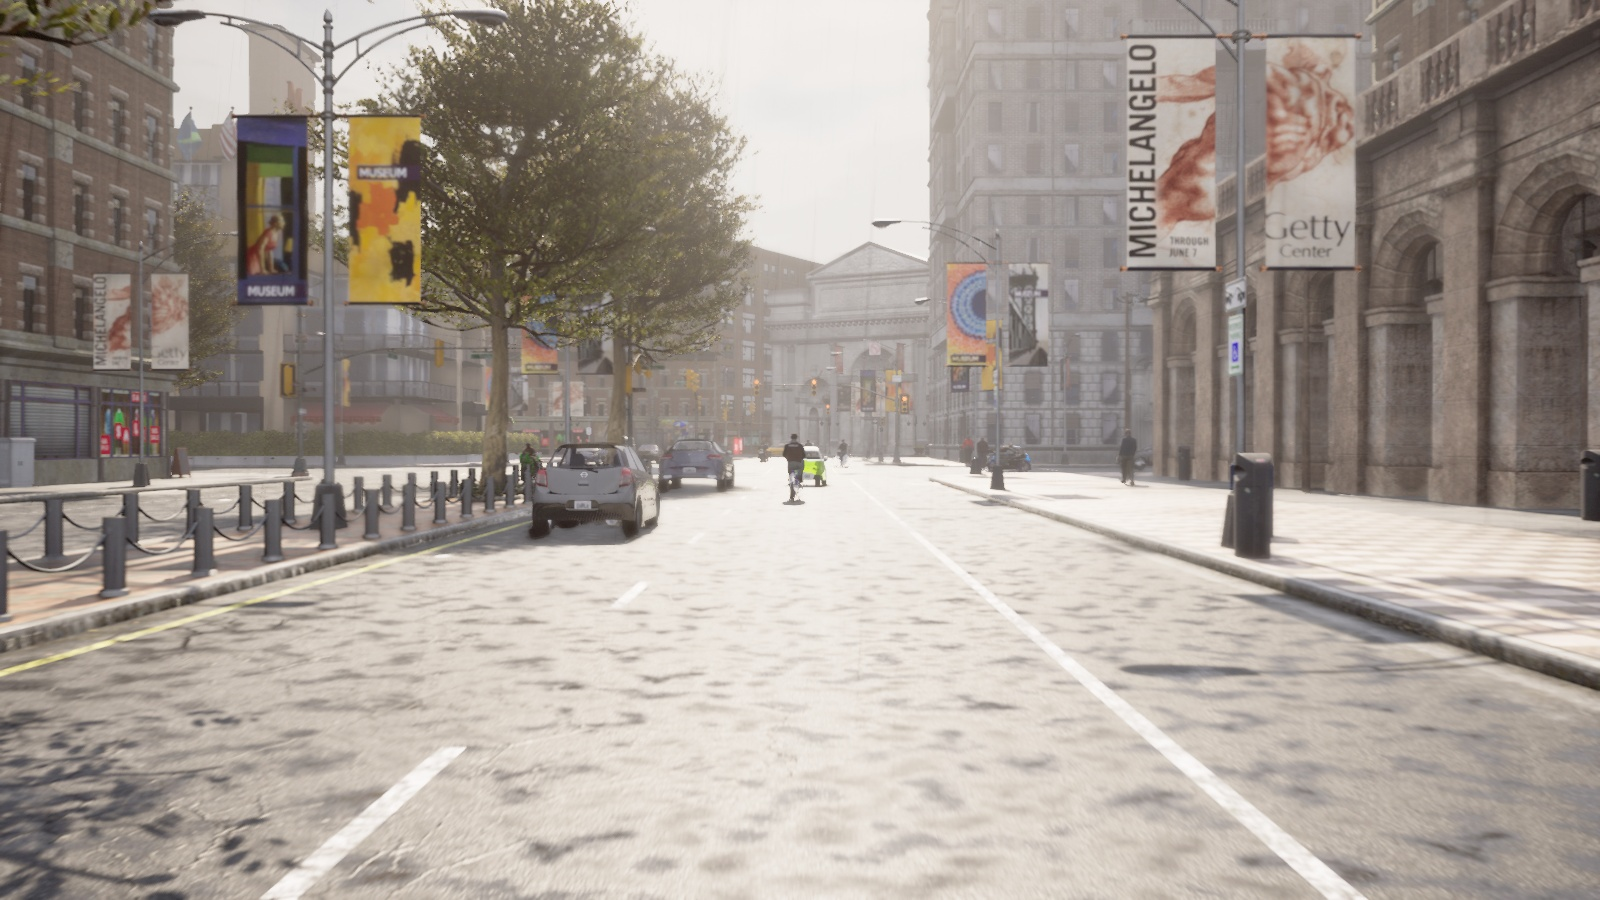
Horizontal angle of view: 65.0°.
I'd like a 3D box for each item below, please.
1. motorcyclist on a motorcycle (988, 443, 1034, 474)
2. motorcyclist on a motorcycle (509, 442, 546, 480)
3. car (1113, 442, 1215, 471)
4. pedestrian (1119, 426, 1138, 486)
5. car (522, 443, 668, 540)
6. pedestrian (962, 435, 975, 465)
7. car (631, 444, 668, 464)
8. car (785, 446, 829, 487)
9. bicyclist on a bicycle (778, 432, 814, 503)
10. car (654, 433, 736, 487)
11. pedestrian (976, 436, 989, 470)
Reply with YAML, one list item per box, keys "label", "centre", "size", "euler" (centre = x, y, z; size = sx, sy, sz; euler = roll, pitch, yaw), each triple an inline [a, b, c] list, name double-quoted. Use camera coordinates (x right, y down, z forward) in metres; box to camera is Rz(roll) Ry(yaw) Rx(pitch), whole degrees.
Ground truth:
- label: "motorcyclist on a motorcycle"
  centre: [10.786, 0.428, 64.215]
  size: [2.191, 1.530, 0.866]
  euler: [0, 0, 0]
- label: "motorcyclist on a motorcycle"
  centre: [-11.082, 0.431, 51.138]
  size: [0.797, 1.523, 2.044]
  euler: [1, 0, 7]
- label: "car"
  centre: [19.590, 0.337, 67.749]
  size: [4.902, 1.511, 2.128]
  euler: [0, 0, 0]
- label: "pedestrian"
  centre: [10.250, 0.190, 39.215]
  size: [0.402, 1.842, 0.726]
  euler: [0, 0, 0]
- label: "car"
  centre: [-3.364, 0.638, 21.250]
  size: [1.845, 1.501, 3.633]
  euler: [0, 0, 0]
- label: "pedestrian"
  centre: [10.399, -0.026, 77.685]
  size: [0.634, 1.844, 0.899]
  euler: [0, 0, -4]
- label: "car"
  centre: [-10.964, 0.269, 91.659]
  size: [2.033, 1.411, 5.357]
  euler: [0, 0, 0]
- label: "car"
  centre: [0.252, 0.555, 43.708]
  size: [1.481, 1.376, 2.207]
  euler: [0, 1, 1]
- label: "bicyclist on a bicycle"
  centre: [-0.084, 0.435, 32.234]
  size: [0.659, 1.776, 1.843]
  euler: [-1, 0, 8]
- label: "car"
  centre: [-3.331, 0.293, 40.796]
  size: [2.152, 1.651, 5.027]
  euler: [0, 0, 1]
- label: "pedestrian"
  centre: [9.955, 0.160, 68.407]
  size: [0.634, 1.844, 0.899]
  euler: [0, 0, 14]
